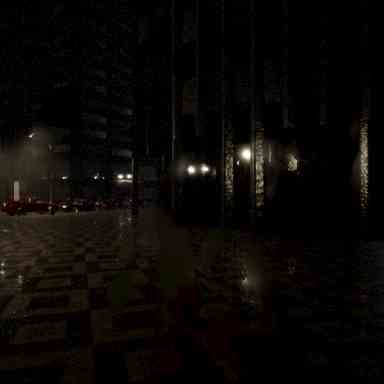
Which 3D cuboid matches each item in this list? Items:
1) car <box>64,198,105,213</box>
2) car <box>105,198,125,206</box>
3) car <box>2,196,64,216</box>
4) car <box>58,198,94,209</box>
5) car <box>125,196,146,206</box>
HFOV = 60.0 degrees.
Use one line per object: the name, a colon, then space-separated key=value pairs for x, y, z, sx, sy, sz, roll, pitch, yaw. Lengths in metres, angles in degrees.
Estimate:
car: x=-12.250 y=1.569 z=36.606 sx=1.947 sy=1.339 sz=4.313 roll=0 pitch=0 yaw=35
car: x=-12.828 y=1.572 z=50.753 sx=1.802 sy=1.307 sz=4.206 roll=0 pitch=0 yaw=35
car: x=-15.460 y=1.322 z=31.967 sx=2.192 sy=1.841 sz=5.009 roll=0 pitch=0 yaw=35
car: x=-16.037 y=1.538 z=46.115 sx=1.887 sy=1.381 sz=4.507 roll=0 pitch=0 yaw=35
car: x=-9.619 y=1.427 z=55.390 sx=1.967 sy=1.590 sz=4.097 roll=0 pitch=0 yaw=35
